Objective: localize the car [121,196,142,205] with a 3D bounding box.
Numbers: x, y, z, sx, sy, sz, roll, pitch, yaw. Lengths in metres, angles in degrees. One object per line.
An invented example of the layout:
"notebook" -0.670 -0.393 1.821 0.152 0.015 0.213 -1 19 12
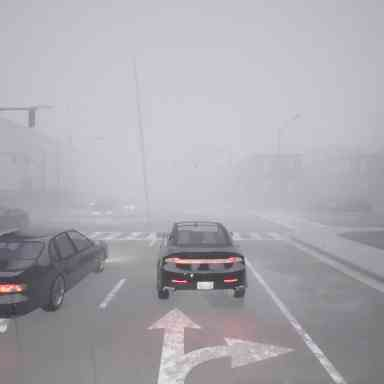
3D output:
"car" -10.570 1.492 57.779 2.128 1.511 4.902 0 0 0

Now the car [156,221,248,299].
"car" 0.116 1.492 8.488 2.128 1.511 4.902 0 0 -3

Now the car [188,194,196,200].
"car" 0.014 1.355 92.893 2.097 1.767 4.553 0 0 0

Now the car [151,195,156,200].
"car" -10.487 1.387 86.081 1.882 1.535 5.008 0 0 0

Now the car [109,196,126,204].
"car" -14.039 1.547 62.827 2.033 1.411 5.357 0 0 1

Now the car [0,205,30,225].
"car" -10.597 1.491 17.899 2.128 1.511 4.902 0 0 0

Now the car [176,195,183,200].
"car" -3.486 1.524 92.909 1.812 1.442 4.674 0 0 0

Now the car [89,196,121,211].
"car" -10.594 1.351 40.967 2.097 1.767 4.553 0 0 0

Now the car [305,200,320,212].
"car" 15.718 1.492 38.745 4.902 1.511 2.128 0 0 0

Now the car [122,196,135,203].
"car" -13.989 1.553 73.083 1.994 1.385 4.181 0 0 0

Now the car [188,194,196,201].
"car" 0.013 1.500 82.502 1.837 1.490 4.892 0 0 0

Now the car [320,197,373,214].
"car" 16.546 1.352 35.245 4.553 1.767 2.097 0 0 0

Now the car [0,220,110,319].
"car" -3.430 1.547 7.684 2.033 1.411 5.357 0 0 0

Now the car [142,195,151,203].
"car" -10.489 1.478 71.066 1.882 1.535 5.008 0 0 0

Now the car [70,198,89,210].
"car" -14.093 1.547 43.360 2.033 1.411 5.357 0 0 0
